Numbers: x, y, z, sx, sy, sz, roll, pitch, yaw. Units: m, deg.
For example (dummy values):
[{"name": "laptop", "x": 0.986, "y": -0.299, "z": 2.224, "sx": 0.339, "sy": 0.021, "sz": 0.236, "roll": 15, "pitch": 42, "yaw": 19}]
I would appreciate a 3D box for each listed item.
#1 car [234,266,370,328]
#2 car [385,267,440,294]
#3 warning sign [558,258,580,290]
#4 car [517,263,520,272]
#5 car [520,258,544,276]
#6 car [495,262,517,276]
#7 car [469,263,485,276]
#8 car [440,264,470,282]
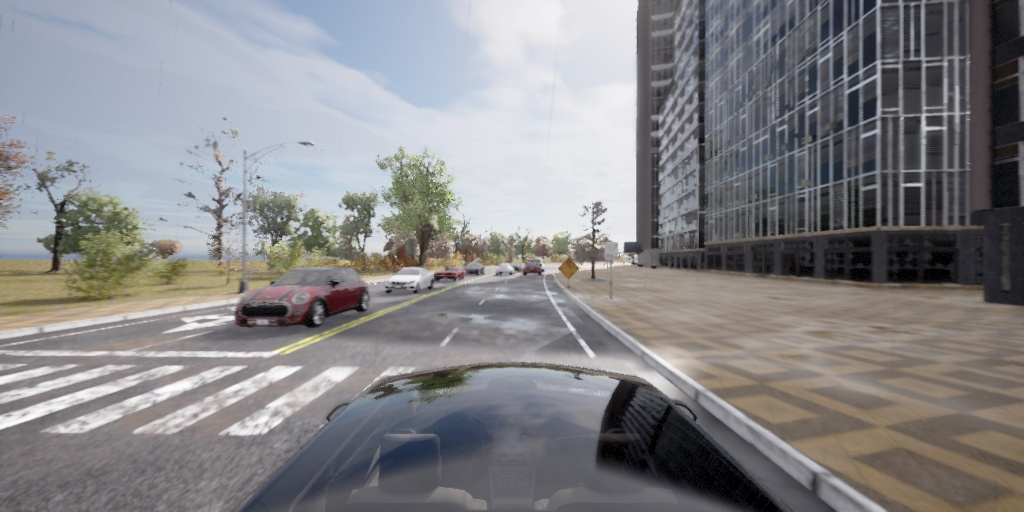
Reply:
[{"name": "car", "x": -6.436, "y": 1.150, "z": 11.598, "sx": 2.097, "sy": 1.767, "sz": 4.553, "roll": 0, "pitch": 0, "yaw": 2}, {"name": "car", "x": -6.043, "y": 1.400, "z": 21.711, "sx": 1.812, "sy": 1.442, "sz": 4.674, "roll": 0, "pitch": 0, "yaw": 3}, {"name": "warning sign", "x": 3.340, "y": 1.023, "z": 21.201, "sx": 1.300, "sy": 1.860, "sz": 1.060, "roll": 0, "pitch": 0, "yaw": 3}, {"name": "car", "x": 0.391, "y": 1.666, "z": 53.660, "sx": 1.812, "sy": 1.442, "sz": 4.674, "roll": 0, "pitch": 0, "yaw": 9}, {"name": "car", "x": 2.509, "y": 1.425, "z": 43.498, "sx": 2.097, "sy": 1.767, "sz": 4.553, "roll": 0, "pitch": 0, "yaw": 6}, {"name": "car", "x": -0.780, "y": 1.583, "z": 43.312, "sx": 1.812, "sy": 1.442, "sz": 4.674, "roll": 0, "pitch": 0, "yaw": 6}, {"name": "car", "x": -4.392, "y": 1.509, "z": 41.842, "sx": 1.882, "sy": 1.535, "sz": 5.008, "roll": 0, "pitch": 0, "yaw": 7}, {"name": "car", "x": -5.369, "y": 1.553, "z": 31.844, "sx": 1.895, "sy": 1.301, "sz": 4.718, "roll": 0, "pitch": 0, "yaw": 5}]
